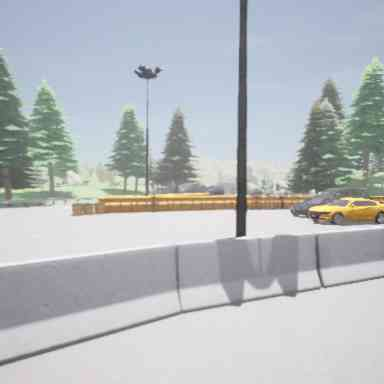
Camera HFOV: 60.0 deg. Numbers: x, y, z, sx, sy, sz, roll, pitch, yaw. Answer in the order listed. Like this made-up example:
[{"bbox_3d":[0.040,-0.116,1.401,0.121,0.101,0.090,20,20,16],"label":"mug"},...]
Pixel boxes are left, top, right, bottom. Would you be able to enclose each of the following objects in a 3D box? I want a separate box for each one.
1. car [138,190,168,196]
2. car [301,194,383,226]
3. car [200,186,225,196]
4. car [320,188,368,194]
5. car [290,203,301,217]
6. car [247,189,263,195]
[{"bbox_3d":[-4.878,0.521,41.547,2.128,1.511,4.902,1,2,30],"label":"car"},{"bbox_3d":[9.349,1.091,19.747,5.008,1.535,1.882,0,1,-17],"label":"car"},{"bbox_3d":[3.512,0.004,55.272,2.150,2.045,5.566,1,2,34],"label":"car"},{"bbox_3d":[12.214,0.663,27.919,5.566,2.045,2.150,0,1,-13],"label":"car"},{"bbox_3d":[9.255,1.054,23.498,4.674,1.442,1.812,0,1,-16],"label":"car"},{"bbox_3d":[12.691,0.134,67.465,1.994,1.385,4.181,1,2,39],"label":"car"}]
